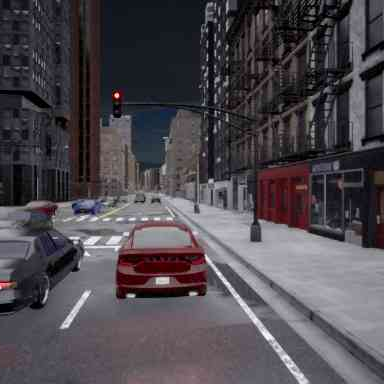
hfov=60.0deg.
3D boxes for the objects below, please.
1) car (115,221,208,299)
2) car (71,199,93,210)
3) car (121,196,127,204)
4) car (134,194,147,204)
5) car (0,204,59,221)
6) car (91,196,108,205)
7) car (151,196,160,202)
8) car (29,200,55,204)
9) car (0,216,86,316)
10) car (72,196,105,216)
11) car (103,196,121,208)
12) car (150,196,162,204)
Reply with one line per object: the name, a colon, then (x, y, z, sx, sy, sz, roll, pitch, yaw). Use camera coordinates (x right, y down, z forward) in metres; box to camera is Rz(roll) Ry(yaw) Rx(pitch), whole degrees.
car: (-0.794, 1.477, 8.568, 1.882, 1.535, 5.008, 0, 0, -6)
car: (-14.781, 1.618, 44.798, 1.895, 1.301, 4.718, 0, 0, -6)
car: (-13.683, 1.532, 64.804, 1.837, 1.490, 4.892, 0, 0, -6)
car: (-10.410, 1.628, 65.946, 1.895, 1.301, 4.718, 0, 0, -6)
car: (-8.313, 1.549, 16.131, 2.033, 1.411, 5.357, 0, 0, -6)
car: (-16.345, 1.517, 59.024, 2.128, 1.511, 4.902, 0, 0, -6)
car: (-8.304, 1.572, 75.471, 2.033, 1.411, 5.357, 0, 0, -6)
car: (-13.381, 1.485, 29.217, 1.882, 1.535, 5.008, 0, 0, -1)
car: (-3.901, 1.547, 7.702, 2.033, 1.411, 5.357, 0, 0, -6)
car: (-10.132, 1.487, 32.448, 1.882, 1.535, 5.008, 0, 0, -7)
car: (-11.769, 1.511, 47.160, 2.128, 1.511, 4.902, 0, 0, -6)
car: (-7.052, 1.532, 65.168, 1.837, 1.490, 4.892, 0, 0, -6)
